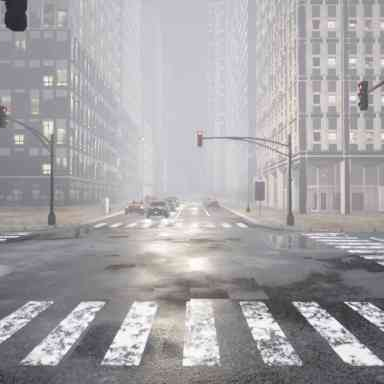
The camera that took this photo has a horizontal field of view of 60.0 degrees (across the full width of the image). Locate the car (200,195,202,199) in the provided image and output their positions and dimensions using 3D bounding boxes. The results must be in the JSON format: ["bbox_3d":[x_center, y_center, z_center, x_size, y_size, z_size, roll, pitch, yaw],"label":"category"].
[{"bbox_3d":[2.912,1.590,61.731,1.947,1.339,4.313,1,0,0],"label":"car"}]

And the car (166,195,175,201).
[{"bbox_3d":[-5.393,1.578,83.990,1.887,1.381,4.507,1,0,0],"label":"car"}]

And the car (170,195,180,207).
[{"bbox_3d":[-2.925,1.371,49.877,2.097,1.767,4.553,0,0,0],"label":"car"}]

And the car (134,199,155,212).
[{"bbox_3d":[-5.544,1.597,39.389,1.802,1.307,4.206,1,0,0],"label":"car"}]

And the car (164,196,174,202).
[{"bbox_3d":[-5.411,1.581,78.415,2.008,1.369,4.403,1,0,0],"label":"car"}]

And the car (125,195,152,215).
[{"bbox_3d":[-5.560,1.453,33.814,1.967,1.590,4.097,1,0,0],"label":"car"}]

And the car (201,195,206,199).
[{"bbox_3d":[2.895,1.547,56.324,1.752,1.417,4.829,1,0,0],"label":"car"}]

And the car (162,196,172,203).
[{"bbox_3d":[-5.430,1.573,72.840,1.887,1.381,4.507,1,0,0],"label":"car"}]

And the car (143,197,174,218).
[{"bbox_3d":[-2.997,1.516,30.353,1.837,1.490,4.892,0,0,0],"label":"car"}]

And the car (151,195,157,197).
[{"bbox_3d":[-5.520,1.332,44.964,2.192,1.841,5.009,1,0,0],"label":"car"}]

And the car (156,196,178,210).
[{"bbox_3d":[-2.965,1.520,39.803,1.837,1.490,4.892,0,0,0],"label":"car"}]

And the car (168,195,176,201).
[{"bbox_3d":[-5.374,1.587,89.565,2.008,1.369,4.403,1,0,0],"label":"car"}]

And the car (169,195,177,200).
[{"bbox_3d":[-5.356,1.604,95.141,1.947,1.339,4.313,1,0,0],"label":"car"}]

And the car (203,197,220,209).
[{"bbox_3d":[2.855,1.599,44.998,1.802,1.307,4.206,1,0,0],"label":"car"}]
